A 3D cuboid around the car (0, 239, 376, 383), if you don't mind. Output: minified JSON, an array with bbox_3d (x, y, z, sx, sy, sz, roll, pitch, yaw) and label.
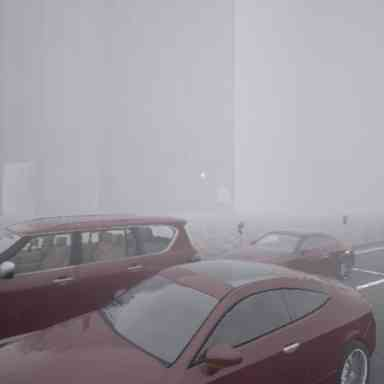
[{"bbox_3d":[0.150,1.539,3.478,4.674,1.442,1.812,1,0,-36],"label":"car"}]

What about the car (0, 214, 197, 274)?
[{"bbox_3d":[-2.111,1.326,5.140,5.009,1.841,2.192,0,0,-36],"label":"car"}]

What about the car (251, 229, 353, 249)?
[{"bbox_3d":[2.508,1.623,8.439,4.206,1.307,1.802,0,0,-36],"label":"car"}]
